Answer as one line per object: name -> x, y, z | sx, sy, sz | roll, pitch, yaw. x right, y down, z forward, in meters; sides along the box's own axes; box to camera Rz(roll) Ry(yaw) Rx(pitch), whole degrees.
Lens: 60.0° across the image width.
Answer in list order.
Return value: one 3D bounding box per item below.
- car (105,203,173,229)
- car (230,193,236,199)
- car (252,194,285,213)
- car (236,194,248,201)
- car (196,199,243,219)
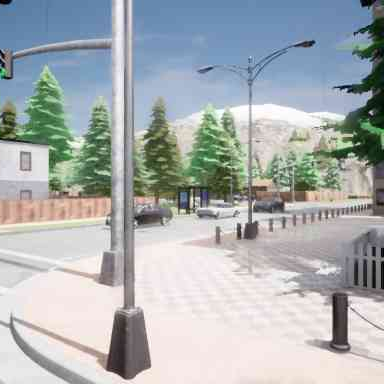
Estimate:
car -> -3.267, 1.476, 21.264 | 2.128, 1.511, 4.902 | 0, 0, 37
car -> 10.671, 1.146, 79.154 | 1.905, 1.878, 3.866 | 0, 0, 36
car -> 8.544, 1.337, 36.763 | 2.097, 1.767, 4.553 | 0, 0, 38
car -> 12.935, 1.144, 77.994 | 1.932, 1.855, 4.605 | 0, 0, 36
car -> 2.353, 1.586, 28.654 | 1.895, 1.301, 4.718 | 0, 0, 37
